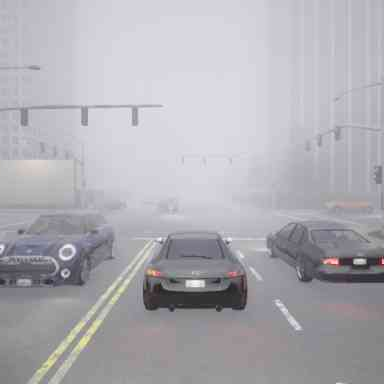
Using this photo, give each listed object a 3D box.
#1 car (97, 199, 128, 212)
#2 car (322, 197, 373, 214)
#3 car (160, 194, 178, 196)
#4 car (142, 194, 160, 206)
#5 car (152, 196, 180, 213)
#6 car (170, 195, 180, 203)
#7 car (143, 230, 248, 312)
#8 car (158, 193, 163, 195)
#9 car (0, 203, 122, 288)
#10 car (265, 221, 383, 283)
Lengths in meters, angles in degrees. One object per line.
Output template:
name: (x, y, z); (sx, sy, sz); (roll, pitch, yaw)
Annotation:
car: (-9.064, 1.469, 36.047); (2.128, 1.511, 4.902); (0, 0, 30)
car: (15.493, 1.297, 33.285); (4.553, 1.767, 2.097); (0, 0, 0)
car: (-3.597, 1.504, 53.275); (1.837, 1.490, 4.892); (0, 0, 0)
car: (-7.094, 1.547, 55.116); (2.033, 1.411, 5.357); (0, 0, 0)
car: (-2.689, 1.473, 35.880); (2.128, 1.511, 4.902); (0, 0, -13)
car: (-3.506, 1.419, 69.179); (1.882, 1.535, 5.008); (0, 0, 0)
car: (0.061, 1.564, 7.796); (1.994, 1.385, 4.181); (0, 0, 0)
car: (-7.006, 1.115, 70.701); (1.837, 1.490, 4.892); (0, 0, 0)
car: (-3.602, 1.352, 9.390); (2.097, 1.767, 4.553); (0, 0, 0)
car: (3.582, 1.547, 9.679); (2.033, 1.411, 5.357); (0, 0, -1)
